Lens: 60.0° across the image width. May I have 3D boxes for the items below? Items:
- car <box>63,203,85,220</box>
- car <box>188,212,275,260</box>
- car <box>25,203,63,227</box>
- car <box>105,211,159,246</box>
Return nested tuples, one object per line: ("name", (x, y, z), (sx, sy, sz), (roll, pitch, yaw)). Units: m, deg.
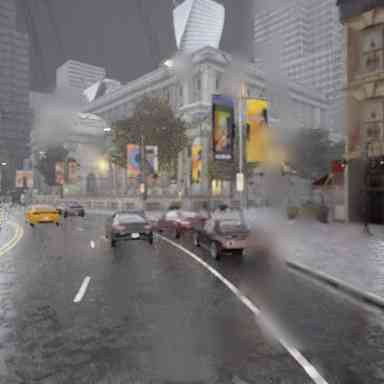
("car", (-11.798, 1.749, 31.676), (2.128, 1.511, 4.902), (0, 0, -38))
("car", (1.343, 1.661, 12.806), (1.895, 1.301, 4.718), (0, 0, -12))
("car", (-11.488, 1.696, 25.345), (1.882, 1.535, 5.008), (0, -1, -32))
("car", (-3.080, 1.638, 15.930), (1.812, 1.442, 4.674), (0, 0, -19))
